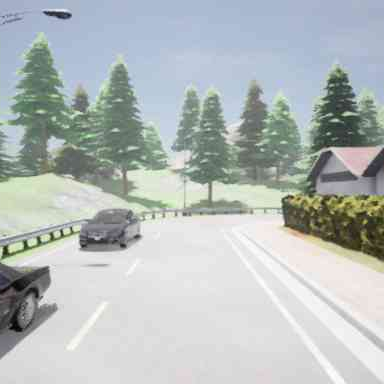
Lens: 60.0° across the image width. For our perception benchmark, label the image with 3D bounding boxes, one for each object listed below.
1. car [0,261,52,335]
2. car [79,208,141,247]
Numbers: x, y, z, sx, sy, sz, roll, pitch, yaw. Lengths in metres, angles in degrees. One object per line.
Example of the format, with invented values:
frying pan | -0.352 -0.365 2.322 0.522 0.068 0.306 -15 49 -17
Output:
car | -3.604 1.605 4.123 1.895 1.301 4.718 0 0 0
car | -3.523 1.513 15.000 1.837 1.490 4.892 0 0 1
